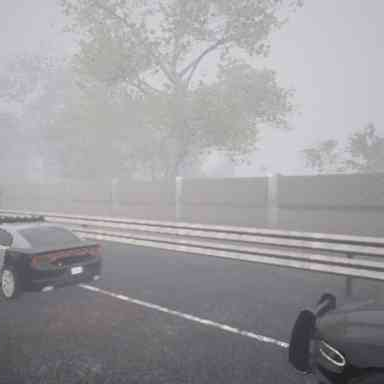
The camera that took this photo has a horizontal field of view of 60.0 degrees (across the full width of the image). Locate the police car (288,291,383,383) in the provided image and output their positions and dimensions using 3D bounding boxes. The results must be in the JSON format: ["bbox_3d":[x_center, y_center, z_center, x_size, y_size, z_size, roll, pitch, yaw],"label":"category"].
[{"bbox_3d":[3.442,1.483,2.576,5.238,1.638,1.930,0,-1,37],"label":"police car"}]

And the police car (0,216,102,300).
[{"bbox_3d":[-4.499,1.452,8.655,5.238,1.638,1.930,0,-1,37],"label":"police car"}]
